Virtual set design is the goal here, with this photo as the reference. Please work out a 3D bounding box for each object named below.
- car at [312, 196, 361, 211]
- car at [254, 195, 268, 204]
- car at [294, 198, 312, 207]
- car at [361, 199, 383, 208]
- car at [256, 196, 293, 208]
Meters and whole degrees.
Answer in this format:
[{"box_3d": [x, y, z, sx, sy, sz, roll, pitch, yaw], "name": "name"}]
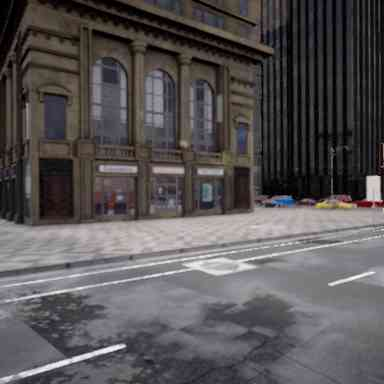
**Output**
[{"box_3d": [17.987, 1.612, 41.679, 1.752, 1.417, 4.829, -2, 0, -35], "name": "car"}, {"box_3d": [13.087, 1.593, 63.352, 2.192, 1.841, 5.009, -2, 0, -35], "name": "car"}, {"box_3d": [18.972, 1.722, 55.049, 1.802, 1.307, 4.206, -2, 0, -35], "name": "car"}, {"box_3d": [24.850, 1.547, 46.744, 1.887, 1.381, 4.507, -2, 0, -35], "name": "car"}, {"box_3d": [12.235, 1.772, 49.787, 2.008, 1.369, 4.403, -2, 0, -35], "name": "car"}]
